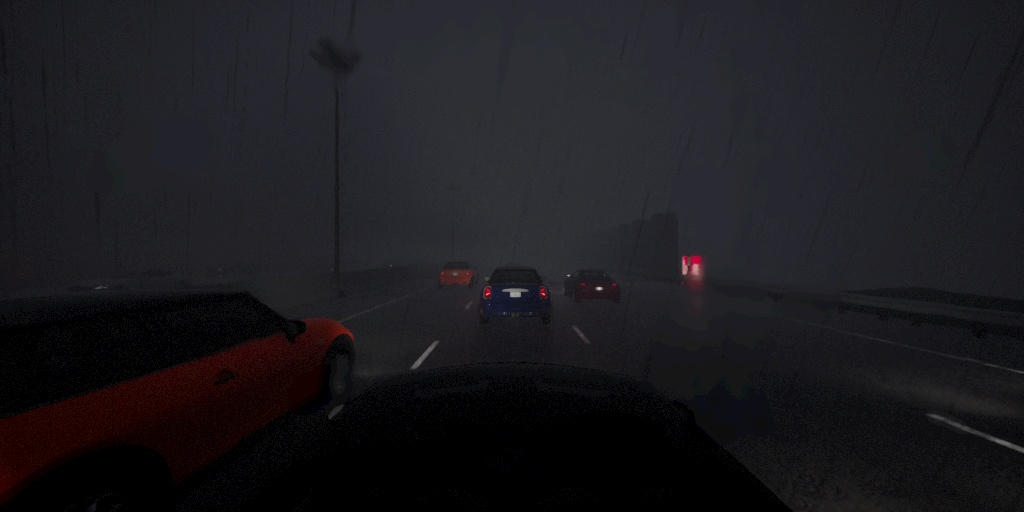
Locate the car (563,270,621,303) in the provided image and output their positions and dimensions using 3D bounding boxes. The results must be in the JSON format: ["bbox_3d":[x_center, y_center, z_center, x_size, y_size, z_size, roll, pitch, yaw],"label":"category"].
[{"bbox_3d":[3.597,1.315,16.774,1.994,1.385,4.181,0,0,0],"label":"car"}]

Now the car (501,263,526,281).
[{"bbox_3d":[0.097,1.315,31.132,1.994,1.385,4.181,0,0,0],"label":"car"}]

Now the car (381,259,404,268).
[{"bbox_3d":[-17.406,1.254,52.227,1.837,1.490,4.892,0,0,2],"label":"car"}]

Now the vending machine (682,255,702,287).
[{"bbox_3d":[11.997,0.947,23.921,1.100,2.100,0.880,0,0,0],"label":"vending machine"}]

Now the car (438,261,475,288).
[{"bbox_3d":[-3.402,1.103,23.543,2.097,1.767,4.553,0,0,0],"label":"car"}]

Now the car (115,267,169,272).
[{"bbox_3d":[-17.603,1.275,16.833,1.812,1.442,4.674,0,0,0],"label":"car"}]

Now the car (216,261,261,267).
[{"bbox_3d":[-24.598,1.228,31.732,1.882,1.535,5.008,0,0,0],"label":"car"}]

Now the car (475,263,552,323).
[{"bbox_3d":[0.098,1.102,12.191,2.097,1.767,4.553,0,0,0],"label":"car"}]

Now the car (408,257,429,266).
[{"bbox_3d":[-13.896,1.299,53.348,2.033,1.411,5.357,0,0,2],"label":"car"}]

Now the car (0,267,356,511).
[{"bbox_3d":[-3.400,1.102,3.573,2.097,1.767,4.553,0,0,0],"label":"car"}]

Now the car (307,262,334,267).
[{"bbox_3d":[-21.071,1.314,39.665,1.994,1.385,4.181,0,0,0],"label":"car"}]
